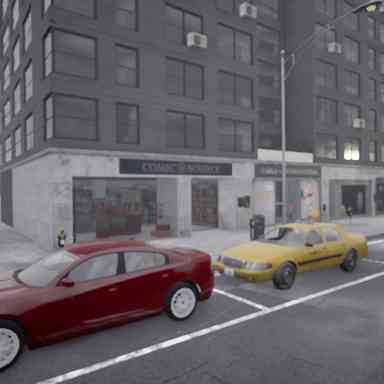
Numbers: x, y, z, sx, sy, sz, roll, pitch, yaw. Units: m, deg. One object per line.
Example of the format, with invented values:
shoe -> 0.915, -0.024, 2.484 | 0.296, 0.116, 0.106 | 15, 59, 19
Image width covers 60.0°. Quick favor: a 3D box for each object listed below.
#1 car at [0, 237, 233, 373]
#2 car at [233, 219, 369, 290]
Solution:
car -> -1.686, 1.519, 5.566 | 4.507, 1.381, 1.887 | -1, 1, -36
car -> 2.786, 1.419, 8.764 | 4.829, 1.417, 1.752 | -1, 1, -36
